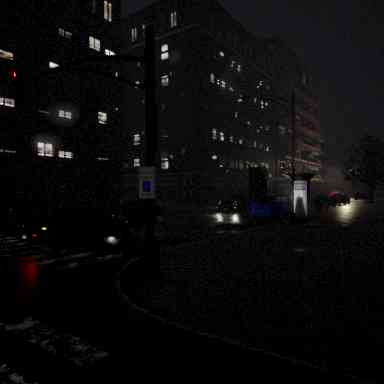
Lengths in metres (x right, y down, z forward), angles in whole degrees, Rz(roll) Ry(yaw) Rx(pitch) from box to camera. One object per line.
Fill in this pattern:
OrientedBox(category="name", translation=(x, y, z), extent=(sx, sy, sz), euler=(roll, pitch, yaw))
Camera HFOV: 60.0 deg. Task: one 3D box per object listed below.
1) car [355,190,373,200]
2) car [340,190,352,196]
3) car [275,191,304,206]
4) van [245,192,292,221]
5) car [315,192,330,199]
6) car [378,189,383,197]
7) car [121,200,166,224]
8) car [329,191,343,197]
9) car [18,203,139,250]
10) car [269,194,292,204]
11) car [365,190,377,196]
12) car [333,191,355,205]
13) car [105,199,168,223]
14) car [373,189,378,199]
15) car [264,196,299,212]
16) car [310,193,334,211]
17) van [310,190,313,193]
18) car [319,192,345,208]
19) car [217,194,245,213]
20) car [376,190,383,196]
OrientedBox(category="car", translation=(28.652, 0.563, 55.934), extent=(1.967, 1.590, 4.097), euler=(1, 1, 36))
OrientedBox(category="car", translation=(38.791, 0.278, 83.688), extent=(2.008, 1.369, 4.403), euler=(1, 1, 36))
OrientedBox(category="car", translation=(12.512, 0.753, 42.604), extent=(2.097, 1.767, 4.553), euler=(0, 1, 36))
OrientedBox(category="van", translation=(5.657, 1.009, 23.736), extent=(1.690, 1.788, 3.998), euler=(1, 1, 36))
OrientedBox(category="car", translation=(25.664, 0.621, 65.311), extent=(1.802, 1.307, 4.206), euler=(1, 1, 36))
OrientedBox(category="car", translation=(41.792, 0.355, 74.333), extent=(1.887, 1.381, 4.507), euler=(1, 1, 36))
OrientedBox(category="car", translation=(-3.660, 1.259, 20.022), extent=(1.882, 1.535, 5.008), euler=(0, 1, 35))
OrientedBox(category="car", translation=(32.227, 0.428, 74.499), extent=(1.887, 1.381, 4.507), euler=(1, 1, 36))
OrientedBox(category="car", translation=(-4.645, 1.386, 13.750), extent=(1.812, 1.442, 4.674), euler=(0, 1, 36))
OrientedBox(category="car", translation=(12.537, 0.933, 46.933), extent=(1.802, 1.307, 4.206), euler=(1, 1, 36))
OrientedBox(category="car", translation=(44.183, 0.216, 82.110), extent=(1.994, 1.385, 4.181), euler=(0, 1, 36))
OrientedBox(category="car", translation=(18.797, 0.923, 42.138), extent=(1.947, 1.339, 4.313), euler=(1, 1, 36))
OrientedBox(category="car", translation=(-3.871, 1.283, 23.960), extent=(1.887, 1.381, 4.507), euler=(1, 1, 36))
OrientedBox(category="car", translation=(31.937, 0.590, 60.535), extent=(1.887, 1.381, 4.507), euler=(1, 1, 36))
OrientedBox(category="car", translation=(8.815, 1.110, 32.593), extent=(1.994, 1.385, 4.181), euler=(0, 1, 36))
OrientedBox(category="car", translation=(12.226, 1.078, 32.939), extent=(1.947, 1.339, 4.313), euler=(1, 1, 36))
OrientedBox(category="van", translation=(19.102, 0.536, 56.117), extent=(1.690, 1.788, 3.998), euler=(1, 1, 36))
OrientedBox(category="car", translation=(15.511, 0.979, 37.538), extent=(1.887, 1.381, 4.507), euler=(1, 1, 36))
OrientedBox(category="car", translation=(4.238, 0.946, 31.080), extent=(2.097, 1.767, 4.553), euler=(0, 1, 36))
OrientedBox(category="car", translation=(45.077, 0.314, 78.932), extent=(1.802, 1.307, 4.206), euler=(1, 1, 36))
